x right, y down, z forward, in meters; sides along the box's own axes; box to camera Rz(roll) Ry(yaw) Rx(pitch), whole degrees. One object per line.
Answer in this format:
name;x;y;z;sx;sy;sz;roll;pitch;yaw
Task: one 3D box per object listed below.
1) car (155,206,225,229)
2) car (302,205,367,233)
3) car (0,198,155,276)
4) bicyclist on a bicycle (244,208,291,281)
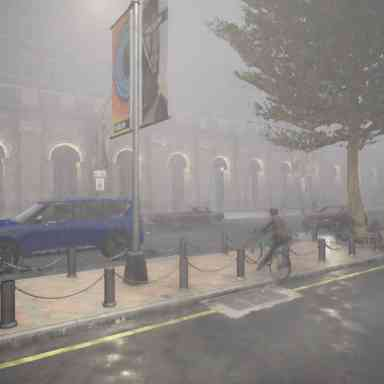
car;-0.236;1.595;21.669;4.718;1.301;1.895;0;0;-35
car;8.472;1.525;19.573;4.674;1.442;1.812;0;0;-34
car;-4.266;1.221;10.754;5.566;2.045;2.150;0;0;-34
bicyclist on a bicycle;1.974;1.243;8.373;0.582;1.620;1.656;11;6;-34
